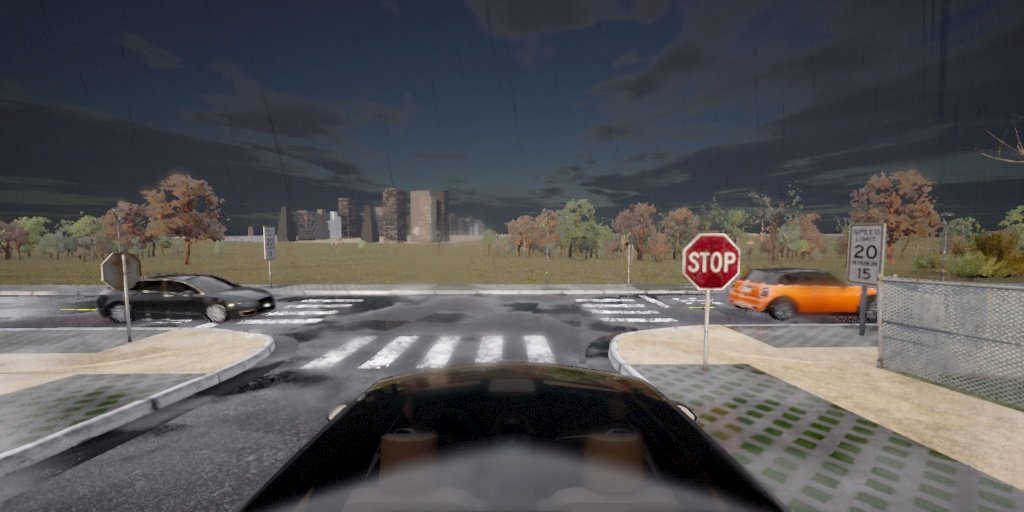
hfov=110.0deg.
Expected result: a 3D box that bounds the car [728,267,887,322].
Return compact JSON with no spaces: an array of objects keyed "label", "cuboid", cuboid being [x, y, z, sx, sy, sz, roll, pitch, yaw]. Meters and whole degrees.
[{"label":"car","cuboid":[10.339,1.202,12.642,4.553,1.767,2.097,0,4,-2]}]

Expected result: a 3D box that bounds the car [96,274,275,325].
[{"label":"car","cuboid":[-10.612,1.374,11.881,4.892,1.490,1.837,1,4,-2]}]
